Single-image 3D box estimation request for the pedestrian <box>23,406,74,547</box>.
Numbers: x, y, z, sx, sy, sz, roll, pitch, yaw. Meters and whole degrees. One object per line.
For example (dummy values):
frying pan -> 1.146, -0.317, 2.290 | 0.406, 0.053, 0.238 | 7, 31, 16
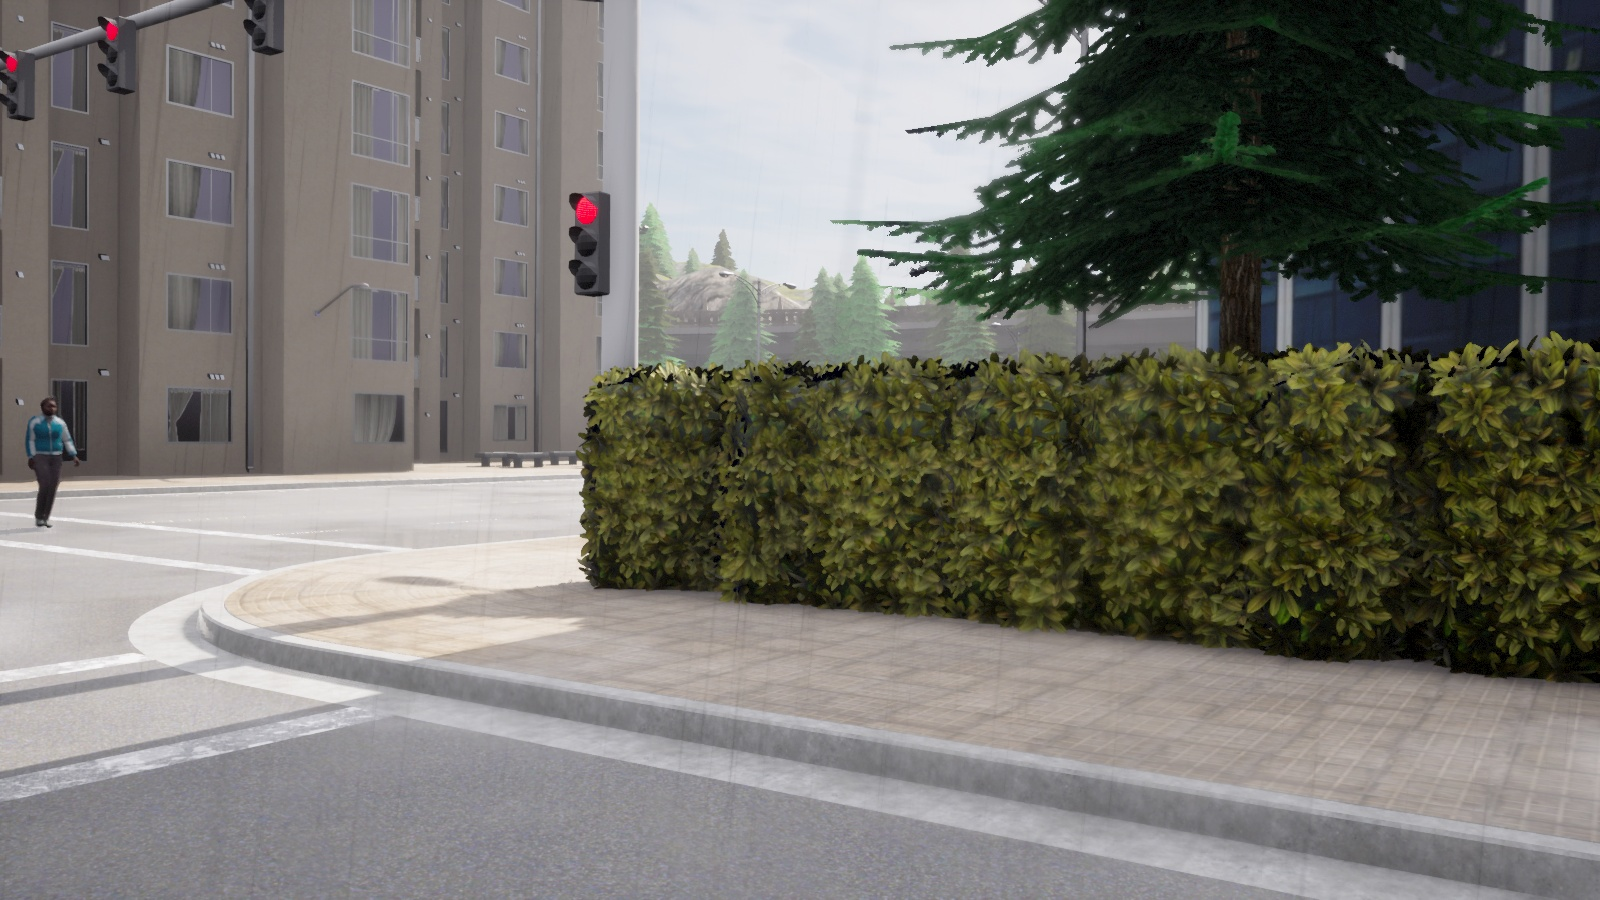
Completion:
pedestrian -> -10.518, 0.355, 17.571 | 0.692, 1.930, 0.396 | 0, 1, 41
